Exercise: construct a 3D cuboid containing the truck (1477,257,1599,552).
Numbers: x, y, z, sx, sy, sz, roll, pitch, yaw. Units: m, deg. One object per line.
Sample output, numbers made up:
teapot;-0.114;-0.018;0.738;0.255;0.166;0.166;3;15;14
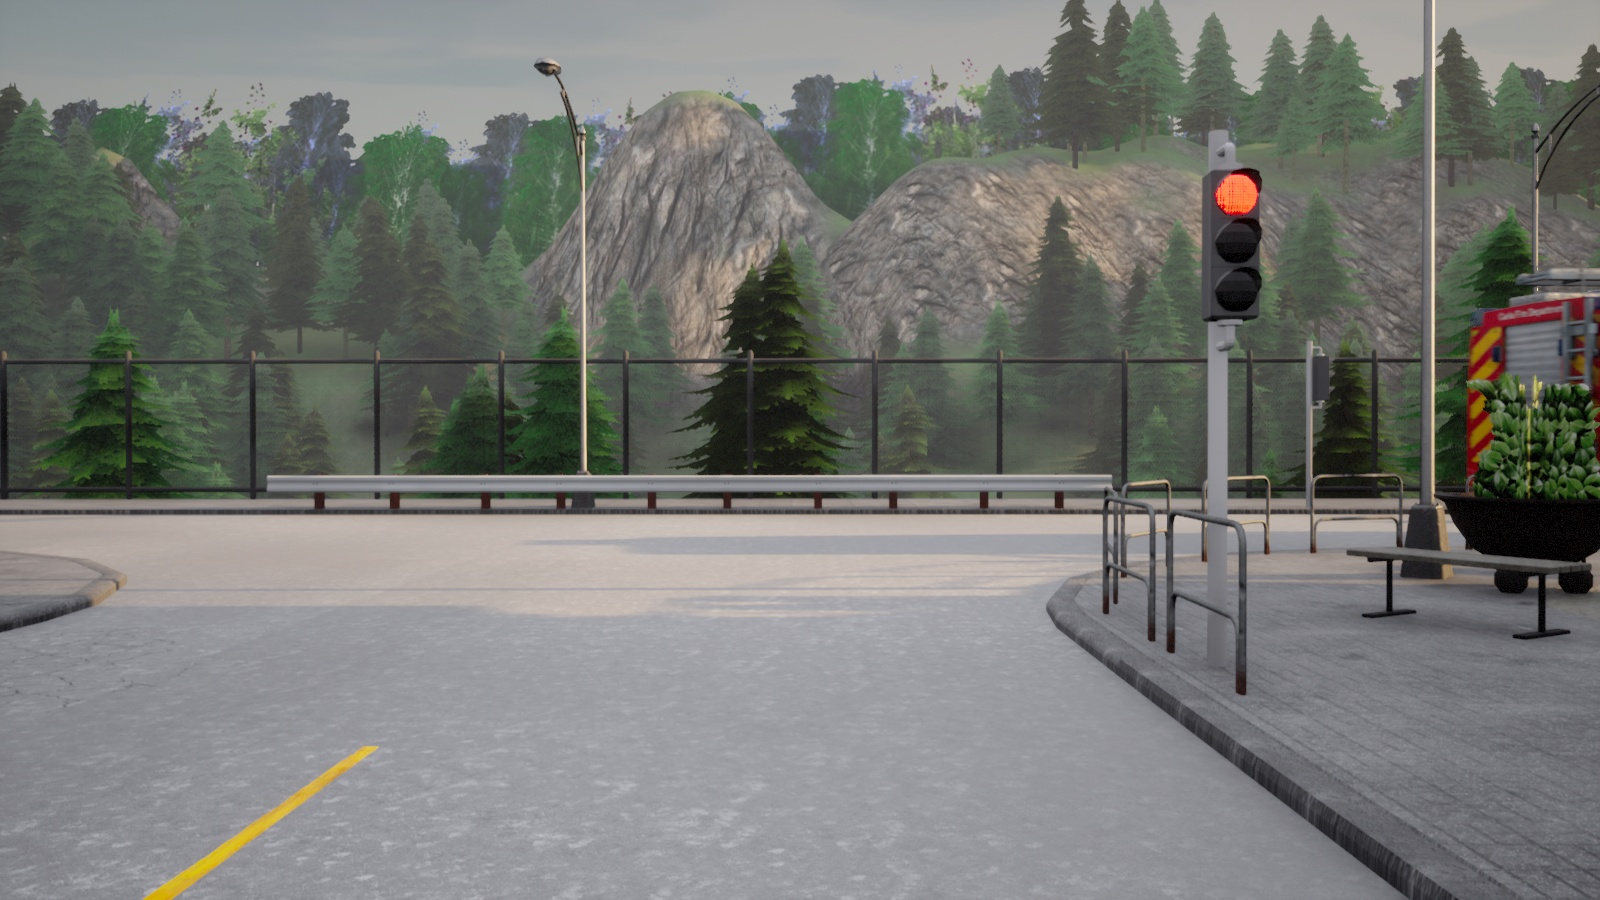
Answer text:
truck;14.493;-0.601;17.724;8.468;3.827;2.891;0;1;-5
